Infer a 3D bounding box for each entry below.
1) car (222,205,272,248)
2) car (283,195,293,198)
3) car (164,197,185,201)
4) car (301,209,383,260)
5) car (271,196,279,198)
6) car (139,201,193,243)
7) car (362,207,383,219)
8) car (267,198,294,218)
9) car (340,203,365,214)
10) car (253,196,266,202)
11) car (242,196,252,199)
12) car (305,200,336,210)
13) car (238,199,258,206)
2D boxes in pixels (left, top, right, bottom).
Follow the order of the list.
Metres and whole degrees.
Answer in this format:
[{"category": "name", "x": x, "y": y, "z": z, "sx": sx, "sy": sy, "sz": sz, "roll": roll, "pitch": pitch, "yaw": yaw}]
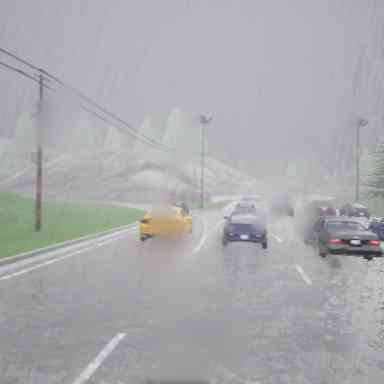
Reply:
[{"category": "car", "x": 2.393, "y": 1.563, "z": 15.044, "sx": 1.812, "sy": 1.442, "sz": 4.674, "roll": 1, "pitch": 0, "yaw": 9}, {"category": "car", "x": 24.012, "y": 1.670, "z": 82.771, "sx": 2.150, "sy": 2.045, "sz": 5.566, "roll": 1, "pitch": 0, "yaw": 12}, {"category": "car", "x": -1.774, "y": 1.277, "z": 33.730, "sx": 2.097, "sy": 1.767, "sz": 4.553, "roll": 1, "pitch": 0, "yaw": -13}, {"category": "car", "x": 5.628, "y": 1.659, "z": 13.120, "sx": 2.033, "sy": 1.411, "sz": 5.357, "roll": 1, "pitch": 0, "yaw": 9}, {"category": "car", "x": 20.546, "y": 1.907, "z": 83.306, "sx": 2.033, "sy": 1.411, "sz": 5.357, "roll": 1, "pitch": 0, "yaw": 12}, {"category": "car", "x": -1.113, "y": 1.435, "z": 16.174, "sx": 1.882, "sy": 1.535, "sz": 5.008, "roll": 1, "pitch": 0, "yaw": 7}, {"category": "car", "x": 9.406, "y": 1.672, "z": 14.539, "sx": 1.882, "sy": 1.535, "sz": 5.008, "roll": 1, "pitch": 0, "yaw": 9}, {"category": "car", "x": 8.836, "y": 1.654, "z": 32.749, "sx": 2.128, "sy": 1.511, "sz": 4.902, "roll": 1, "pitch": 0, "yaw": 9}, {"category": "car", "x": 15.893, "y": 1.845, "z": 32.619, "sx": 1.812, "sy": 1.442, "sz": 4.674, "roll": 1, "pitch": 0, "yaw": 9}, {"category": "car", "x": 17.341, "y": 1.848, "z": 85.255, "sx": 1.994, "sy": 1.385, "sz": 4.181, "roll": 1, "pitch": 0, "yaw": 12}, {"category": "car", "x": 13.832, "y": 1.693, "z": 85.498, "sx": 1.882, "sy": 1.535, "sz": 5.008, "roll": 1, "pitch": 0, "yaw": 12}, {"category": "car", "x": 12.249, "y": 1.591, "z": 31.924, "sx": 2.097, "sy": 1.767, "sz": 4.553, "roll": 1, "pitch": 0, "yaw": 9}, {"category": "car", "x": 5.122, "y": 1.681, "z": 31.733, "sx": 1.895, "sy": 1.301, "sz": 4.718, "roll": 1, "pitch": 0, "yaw": 9}]
